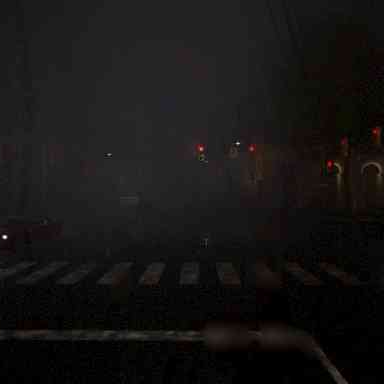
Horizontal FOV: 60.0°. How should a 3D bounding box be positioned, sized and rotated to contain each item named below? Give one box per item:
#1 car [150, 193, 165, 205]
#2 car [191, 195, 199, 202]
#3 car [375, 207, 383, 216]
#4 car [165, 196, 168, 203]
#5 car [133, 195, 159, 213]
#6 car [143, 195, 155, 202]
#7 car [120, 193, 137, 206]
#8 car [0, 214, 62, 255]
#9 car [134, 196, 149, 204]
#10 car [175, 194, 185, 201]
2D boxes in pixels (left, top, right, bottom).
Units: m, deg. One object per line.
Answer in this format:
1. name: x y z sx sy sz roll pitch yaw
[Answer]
1. car: -6.641 1.219 60.209 2.150 2.045 5.566 0 0 1
2. car: 0.727 1.449 78.573 2.128 1.511 4.902 0 0 1
3. car: 18.598 1.526 29.145 4.674 1.442 1.812 0 0 1
4. car: -6.378 1.525 72.658 2.128 1.511 4.902 0 0 1
5. car: -5.261 1.477 37.690 1.882 1.535 5.008 0 0 -13
6. car: -9.807 1.539 76.758 2.033 1.411 5.357 0 0 1
7. car: -10.210 1.222 54.839 2.150 2.045 5.566 0 0 0
8. car: -7.013 1.601 13.363 1.895 1.301 4.718 0 0 0
9. car: -10.021 1.547 65.967 2.033 1.411 5.357 0 0 2
10. car: -2.773 1.279 78.602 2.097 1.767 4.553 0 0 1
